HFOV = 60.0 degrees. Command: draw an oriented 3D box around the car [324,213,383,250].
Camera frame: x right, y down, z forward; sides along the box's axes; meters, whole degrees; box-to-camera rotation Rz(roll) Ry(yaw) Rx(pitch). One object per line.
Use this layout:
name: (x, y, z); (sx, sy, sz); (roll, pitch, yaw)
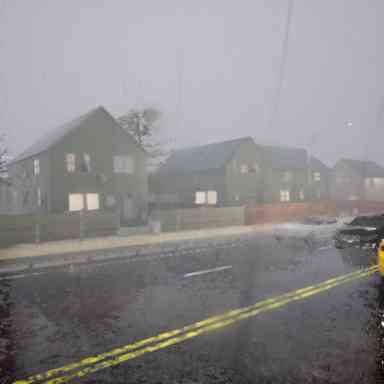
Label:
car: (8.031, 1.705, 14.558); (4.892, 1.490, 1.837); (0, -1, -40)

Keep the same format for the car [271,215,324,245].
car: (6.193, 1.872, 17.251); (4.718, 1.301, 1.895); (0, -1, -40)

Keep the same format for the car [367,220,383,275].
car: (7.030, 1.587, 9.263); (5.008, 1.535, 1.882); (0, -1, -40)
